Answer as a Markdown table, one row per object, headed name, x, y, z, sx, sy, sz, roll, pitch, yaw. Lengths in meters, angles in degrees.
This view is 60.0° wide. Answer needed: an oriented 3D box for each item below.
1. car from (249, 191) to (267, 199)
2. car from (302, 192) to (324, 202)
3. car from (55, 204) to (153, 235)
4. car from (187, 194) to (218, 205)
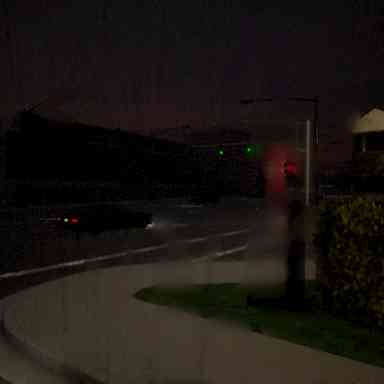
| name | x | y | z | sx | sy | sz | roll | pitch | yaw |
| --- | --- | --- | --- | --- | --- | --- | --- | --- | --- |
| car | 11.672 | 0.499 | 58.837 | 1.812 | 1.442 | 4.674 | 1 | 1 | 36 |
| car | 18.042 | 0.745 | 49.533 | 2.033 | 1.411 | 5.357 | 1 | 2 | 35 |
| car | -4.440 | 1.369 | 17.628 | 2.033 | 1.411 | 5.357 | 1 | 1 | 36 |
| car | 1.553 | 0.976 | 44.541 | 2.033 | 1.411 | 5.357 | 1 | 2 | 35 |
